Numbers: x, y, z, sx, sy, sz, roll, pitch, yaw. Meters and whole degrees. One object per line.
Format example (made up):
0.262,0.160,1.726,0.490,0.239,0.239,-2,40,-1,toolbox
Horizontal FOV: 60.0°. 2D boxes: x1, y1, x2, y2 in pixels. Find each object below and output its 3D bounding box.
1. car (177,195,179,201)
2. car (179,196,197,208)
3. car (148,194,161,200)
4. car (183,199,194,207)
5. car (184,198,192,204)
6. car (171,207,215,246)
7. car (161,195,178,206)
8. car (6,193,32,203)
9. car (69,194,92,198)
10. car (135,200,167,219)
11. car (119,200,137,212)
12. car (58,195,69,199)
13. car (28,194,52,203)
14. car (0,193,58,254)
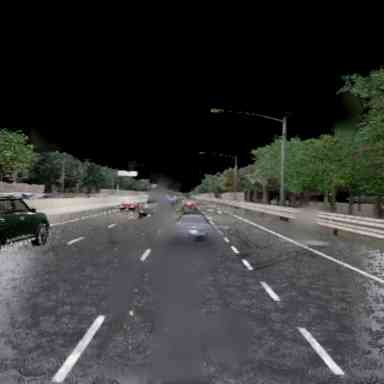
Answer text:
-4.439,2.031,81.300,1.882,1.535,5.008,2,-1,-1,car
-0.419,1.734,48.244,2.097,1.767,4.553,2,-1,-1,car
-7.710,1.521,67.294,2.150,2.045,5.566,2,-1,-1,car
-0.682,2.072,64.278,2.033,1.411,5.357,2,-1,-1,car
-1.006,2.241,85.317,1.812,1.442,4.674,2,-1,-1,car
0.037,1.689,16.310,1.994,1.385,4.181,2,0,-1,car
-4.142,1.858,62.266,1.882,1.535,5.008,2,-1,-1,car
-28.535,0.956,54.928,1.812,1.442,4.674,2,-1,0,car
-18.049,1.163,55.175,2.097,1.767,4.553,2,-1,0,car
-3.652,1.707,30.289,1.895,1.301,4.718,2,0,-1,car
-7.285,1.653,39.253,1.895,1.301,4.718,2,-1,-1,car
-21.544,1.230,55.057,2.033,1.411,5.357,2,-1,0,car
-25.043,1.079,54.992,1.812,1.442,4.674,2,-1,0,car
-6.883,1.057,11.322,2.150,2.045,5.566,2,0,-1,car
